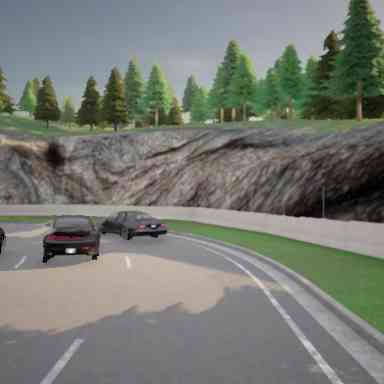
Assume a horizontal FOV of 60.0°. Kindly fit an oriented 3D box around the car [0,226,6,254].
[{"bbox_3d":[-7.779,1.618,11.217,2.128,1.511,4.902,1,-1,-16],"label":"car"}]

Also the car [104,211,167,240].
[{"bbox_3d":[-3.525,1.752,18.268,2.033,1.411,5.357,1,-1,-40],"label":"car"}]

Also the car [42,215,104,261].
[{"bbox_3d":[-4.657,1.651,13.002,1.837,1.490,4.892,2,-1,-18],"label":"car"}]
